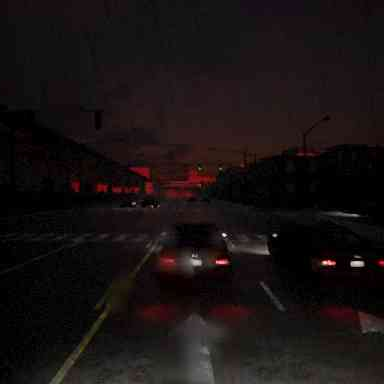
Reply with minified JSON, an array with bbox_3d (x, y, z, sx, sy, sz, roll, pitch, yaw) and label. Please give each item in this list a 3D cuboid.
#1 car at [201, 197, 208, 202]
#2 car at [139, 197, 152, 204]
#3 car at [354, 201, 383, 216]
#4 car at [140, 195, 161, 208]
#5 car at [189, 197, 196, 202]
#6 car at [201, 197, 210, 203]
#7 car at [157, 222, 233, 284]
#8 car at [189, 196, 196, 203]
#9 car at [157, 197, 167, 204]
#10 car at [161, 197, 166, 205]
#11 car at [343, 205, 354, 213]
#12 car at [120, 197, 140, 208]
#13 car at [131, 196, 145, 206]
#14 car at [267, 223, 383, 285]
[{"bbox_3d":[3.543,2.063,93.606,1.812,1.442,4.674,0,0,0],"label":"car"},{"bbox_3d":[-10.465,1.957,74.926,2.128,1.511,4.902,0,0,0],"label":"car"},{"bbox_3d":[19.976,1.767,35.200,4.181,1.385,1.994,0,0,0],"label":"car"},{"bbox_3d":[-7.062,1.546,56.382,2.150,2.045,5.566,0,0,0],"label":"car"},{"bbox_3d":[0.043,2.039,93.615,1.837,1.490,4.892,0,0,0],"label":"car"},{"bbox_3d":[3.539,2.034,83.664,1.994,1.385,4.181,0,0,0],"label":"car"},{"bbox_3d":[0.082,1.605,9.773,2.033,1.411,5.357,0,0,0],"label":"car"},{"bbox_3d":[0.038,2.018,83.064,2.033,1.411,5.357,0,0,0],"label":"car"},{"bbox_3d":[-6.965,1.943,76.885,1.837,1.490,4.892,0,0,0],"label":"car"},{"bbox_3d":[-6.981,1.931,66.621,2.033,1.411,5.357,0,0,0],"label":"car"},{"bbox_3d":[20.553,1.771,38.704,5.357,1.411,2.033,0,0,0],"label":"car"},{"bbox_3d":[-10.560,1.867,55.507,2.033,1.411,5.357,0,0,0],"label":"car"},{"bbox_3d":[-10.497,1.726,64.902,2.097,1.767,4.553,0,0,0],"label":"car"},{"bbox_3d":[3.587,1.604,9.656,2.033,1.411,5.357,0,0,1],"label":"car"}]
